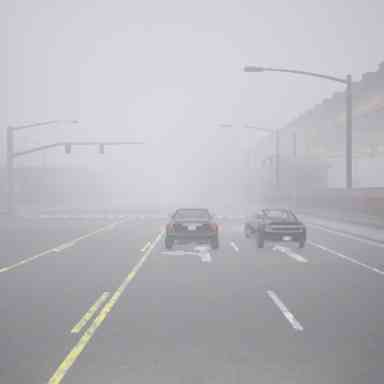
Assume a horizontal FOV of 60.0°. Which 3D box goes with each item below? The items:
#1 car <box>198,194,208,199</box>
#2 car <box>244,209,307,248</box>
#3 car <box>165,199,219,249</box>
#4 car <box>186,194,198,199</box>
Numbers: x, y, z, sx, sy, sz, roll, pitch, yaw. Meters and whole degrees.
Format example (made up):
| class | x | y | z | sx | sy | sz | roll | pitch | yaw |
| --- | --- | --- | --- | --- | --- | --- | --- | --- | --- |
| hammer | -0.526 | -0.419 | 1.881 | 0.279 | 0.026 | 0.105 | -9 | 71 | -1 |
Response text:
| class | x | y | z | sx | sy | sz | roll | pitch | yaw |
| --- | --- | --- | --- | --- | --- | --- | --- | --- | --- |
| car | 3.500 | 1.476 | 95.576 | 1.994 | 1.385 | 4.181 | 0 | 0 | 0 |
| car | 3.500 | 1.493 | 14.650 | 2.128 | 1.511 | 4.902 | 0 | 0 | 0 |
| car | 0.000 | 1.364 | 14.620 | 2.097 | 1.767 | 4.553 | 0 | 0 | 0 |
| car | 0.000 | 1.412 | 95.309 | 1.837 | 1.490 | 4.892 | 0 | 0 | 0 |
